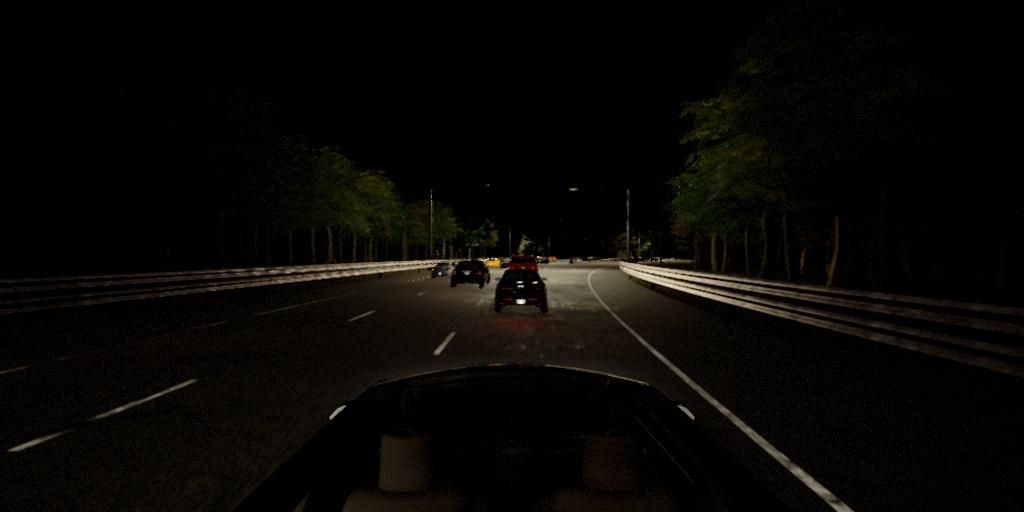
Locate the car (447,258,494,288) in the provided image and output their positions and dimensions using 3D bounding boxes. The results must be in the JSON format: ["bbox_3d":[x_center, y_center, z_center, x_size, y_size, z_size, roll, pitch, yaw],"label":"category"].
[{"bbox_3d":[-2.662,1.086,23.986,2.097,1.767,4.553,0,0,3],"label":"car"}]

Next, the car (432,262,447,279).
[{"bbox_3d":[-5.780,1.223,31.854,1.812,1.442,4.674,0,0,4],"label":"car"}]

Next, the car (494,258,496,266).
[{"bbox_3d":[-3.069,1.117,60.059,1.882,1.535,5.008,0,0,8],"label":"car"}]

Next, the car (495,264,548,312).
[{"bbox_3d":[0.360,1.258,14.287,1.837,1.490,4.892,0,0,2],"label":"car"}]

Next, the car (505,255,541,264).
[{"bbox_3d":[0.901,0.963,27.501,2.150,2.045,5.566,0,0,3],"label":"car"}]

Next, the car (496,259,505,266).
[{"bbox_3d":[-0.464,1.163,51.630,2.128,1.511,4.902,0,0,6],"label":"car"}]
